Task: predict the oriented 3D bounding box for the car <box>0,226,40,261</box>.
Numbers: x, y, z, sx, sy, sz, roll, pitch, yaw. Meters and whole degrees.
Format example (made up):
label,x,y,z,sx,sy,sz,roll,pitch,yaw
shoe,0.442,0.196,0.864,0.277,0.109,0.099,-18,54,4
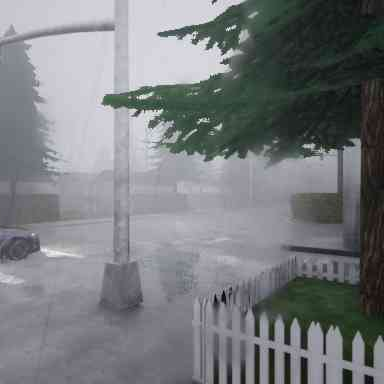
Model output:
label,x,y,z,sx,sy,sz,roll,pitch,yaw
car,-6.709,1.416,9.568,1.994,1.385,4.181,1,2,43
